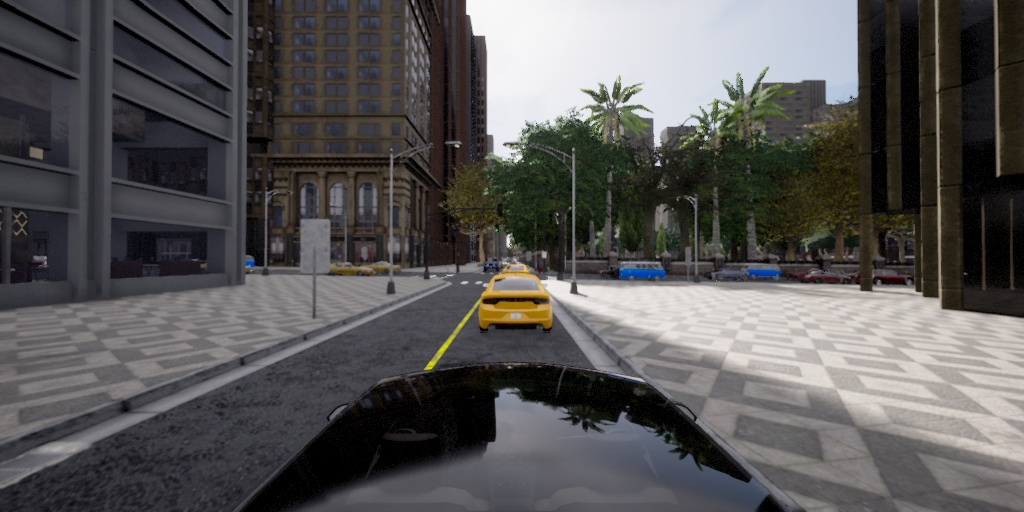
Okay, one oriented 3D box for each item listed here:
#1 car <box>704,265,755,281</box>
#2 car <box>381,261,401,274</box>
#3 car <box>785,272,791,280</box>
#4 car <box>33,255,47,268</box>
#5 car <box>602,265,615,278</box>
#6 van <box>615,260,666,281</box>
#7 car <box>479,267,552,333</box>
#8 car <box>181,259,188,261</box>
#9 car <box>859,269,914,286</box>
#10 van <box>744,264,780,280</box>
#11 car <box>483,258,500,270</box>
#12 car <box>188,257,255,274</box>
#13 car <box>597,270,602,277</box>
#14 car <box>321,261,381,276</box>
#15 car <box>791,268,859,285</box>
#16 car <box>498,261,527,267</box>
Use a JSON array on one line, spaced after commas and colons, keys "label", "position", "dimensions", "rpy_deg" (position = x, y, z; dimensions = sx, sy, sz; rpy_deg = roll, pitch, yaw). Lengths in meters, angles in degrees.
[{"label": "car", "position": [23.099, 1.922, 38.587], "dimensions": [4.181, 1.385, 1.994], "rpy_deg": [1, -1, 1]}, {"label": "car", "position": [-15.349, 1.278, 41.421], "dimensions": [4.829, 1.417, 1.751], "rpy_deg": [0, 0, 0]}, {"label": "car", "position": [34.000, 2.110, 41.206], "dimensions": [4.507, 1.381, 1.888], "rpy_deg": [0, 0, 0]}, {"label": "car", "position": [-43.559, 0.646, 33.019], "dimensions": [4.097, 1.591, 1.967], "rpy_deg": [0, 0, 0]}, {"label": "car", "position": [13.018, 1.413, 38.644], "dimensions": [5.566, 2.045, 2.150], "rpy_deg": [1, -1, 0]}, {"label": "van", "position": [11.882, 1.454, 32.777], "dimensions": [3.998, 1.789, 1.690], "rpy_deg": [0, 0, 0]}, {"label": "car", "position": [0.098, 1.272, 10.976], "dimensions": [1.882, 1.535, 5.008], "rpy_deg": [0, 0, 0]}, {"label": "car", "position": [-37.859, 0.950, 41.519], "dimensions": [4.313, 1.339, 1.948], "rpy_deg": [0, 0, 0]}, {"label": "car", "position": [33.975, 1.918, 32.680], "dimensions": [4.097, 1.591, 1.967], "rpy_deg": [0, 0, 0]}, {"label": "van", "position": [28.477, 1.815, 41.230], "dimensions": [3.998, 1.789, 1.690], "rpy_deg": [0, 0, 0]}, {"label": "car", "position": [-3.077, 1.269, 54.159], "dimensions": [2.150, 2.045, 5.566], "rpy_deg": [0, 0, 0]}, {"label": "car", "position": [-26.377, 1.006, 32.944], "dimensions": [4.829, 1.417, 1.751], "rpy_deg": [0, 0, 0]}, {"label": "car", "position": [11.907, 1.782, 41.302], "dimensions": [4.207, 1.307, 1.802], "rpy_deg": [0, 0, 0]}, {"label": "car", "position": [-15.036, 1.191, 32.895], "dimensions": [4.829, 1.417, 1.751], "rpy_deg": [0, 0, 0]}, {"label": "car", "position": [28.452, 1.969, 32.704], "dimensions": [4.207, 1.307, 1.802], "rpy_deg": [0, 0, 0]}, {"label": "car", "position": [0.365, 1.347, 26.064], "dimensions": [1.882, 1.535, 5.008], "rpy_deg": [0, 0, 5]}]
